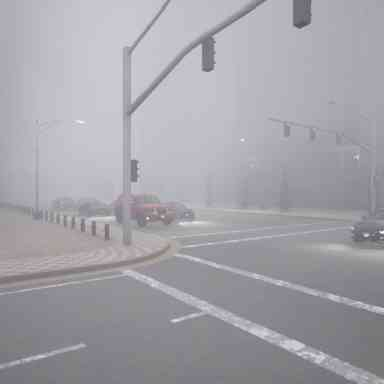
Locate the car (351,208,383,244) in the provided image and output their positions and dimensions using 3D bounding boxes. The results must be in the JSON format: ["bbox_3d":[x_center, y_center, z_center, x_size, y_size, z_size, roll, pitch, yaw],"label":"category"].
[{"bbox_3d":[8.921,1.474,14.652,4.892,1.490,1.837,0,0,-35],"label":"car"}]

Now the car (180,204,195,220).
[{"bbox_3d":[-1.540,1.508,26.119,1.994,1.385,4.181,0,0,-36],"label":"car"}]

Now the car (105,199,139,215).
[{"bbox_3d":[-7.279,1.508,34.229,1.994,1.385,4.181,0,0,-35],"label":"car"}]

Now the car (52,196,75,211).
[{"bbox_3d":[-14.993,1.296,39.165,2.097,1.767,4.553,0,0,-35],"label":"car"}]

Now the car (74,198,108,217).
[{"bbox_3d":[-8.931,1.508,30.485,1.994,1.385,4.181,0,0,-35],"label":"car"}]

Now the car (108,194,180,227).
[{"bbox_3d":[-3.432,1.166,22.742,2.150,2.045,5.566,0,0,-36],"label":"car"}]
